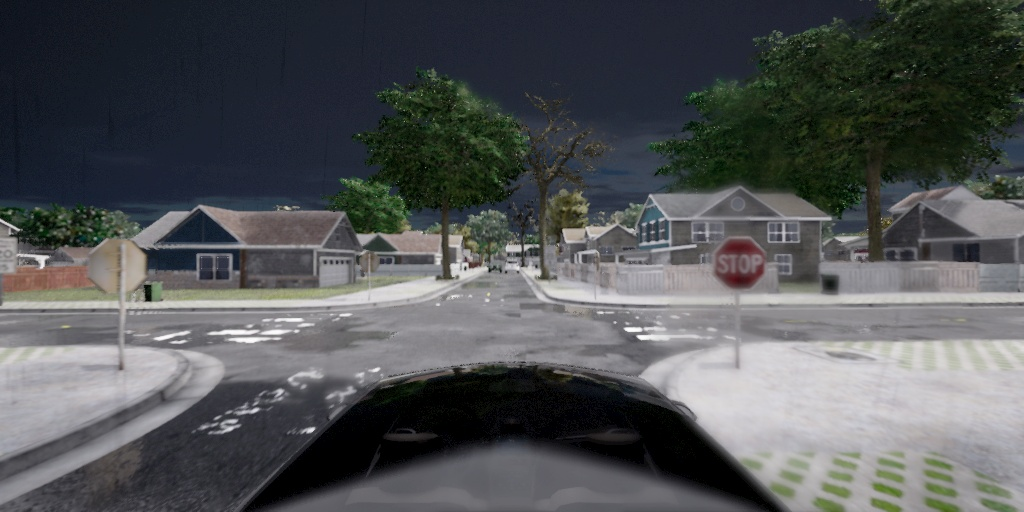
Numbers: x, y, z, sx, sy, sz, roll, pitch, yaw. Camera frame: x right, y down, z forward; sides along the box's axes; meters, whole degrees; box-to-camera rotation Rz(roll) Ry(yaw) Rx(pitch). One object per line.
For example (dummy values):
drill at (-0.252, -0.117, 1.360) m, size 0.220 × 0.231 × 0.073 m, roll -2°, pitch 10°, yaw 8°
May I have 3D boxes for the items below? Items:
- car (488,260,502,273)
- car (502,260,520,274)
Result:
car at (-2.723, 1.693, 59.099) m, size 2.150 × 2.045 × 5.566 m, roll 0°, pitch -1°, yaw 0°
car at (0.025, 1.641, 54.988) m, size 2.150 × 2.045 × 5.566 m, roll 0°, pitch -1°, yaw 0°
